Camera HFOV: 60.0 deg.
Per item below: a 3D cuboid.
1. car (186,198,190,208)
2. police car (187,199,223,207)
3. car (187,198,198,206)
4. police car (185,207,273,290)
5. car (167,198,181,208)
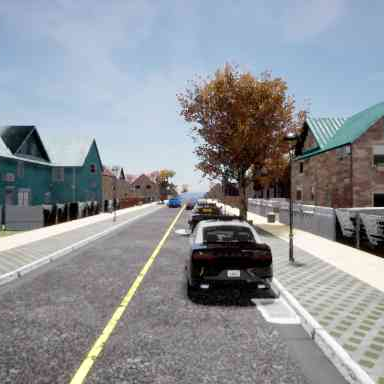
[{"bbox_3d":[0.112,1.642,45.053,2.033,1.411,5.357,0,0,1],"label":"car"},{"bbox_3d":[0.861,1.436,19.251,1.930,1.638,5.238,0,0,0],"label":"police car"},{"bbox_3d":[0.118,1.758,62.058,1.994,1.385,4.181,0,0,0],"label":"car"},{"bbox_3d":[0.843,1.429,9.250,1.930,1.638,5.238,0,0,0],"label":"police car"},{"bbox_3d":[-2.654,1.605,50.733,1.882,1.535,5.008,0,0,0],"label":"car"}]
